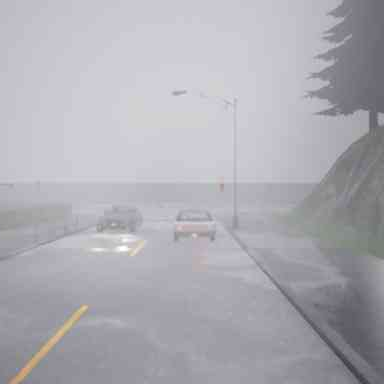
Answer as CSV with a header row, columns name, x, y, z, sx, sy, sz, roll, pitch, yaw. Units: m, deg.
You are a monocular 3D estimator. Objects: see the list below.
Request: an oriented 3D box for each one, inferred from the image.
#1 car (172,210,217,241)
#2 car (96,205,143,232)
name,x,y,z,sx,sy,sz,roll,pitch,yaw
car,0.101,1.514,16.124,1.895,1.301,4.718,0,0,0
car,-4.003,1.464,18.978,1.994,1.385,4.181,0,0,0
